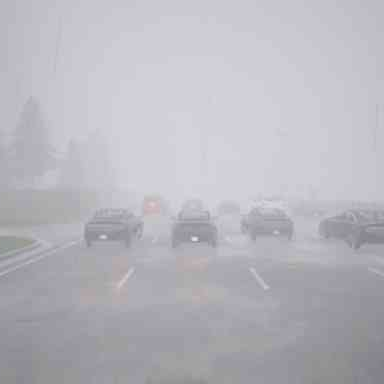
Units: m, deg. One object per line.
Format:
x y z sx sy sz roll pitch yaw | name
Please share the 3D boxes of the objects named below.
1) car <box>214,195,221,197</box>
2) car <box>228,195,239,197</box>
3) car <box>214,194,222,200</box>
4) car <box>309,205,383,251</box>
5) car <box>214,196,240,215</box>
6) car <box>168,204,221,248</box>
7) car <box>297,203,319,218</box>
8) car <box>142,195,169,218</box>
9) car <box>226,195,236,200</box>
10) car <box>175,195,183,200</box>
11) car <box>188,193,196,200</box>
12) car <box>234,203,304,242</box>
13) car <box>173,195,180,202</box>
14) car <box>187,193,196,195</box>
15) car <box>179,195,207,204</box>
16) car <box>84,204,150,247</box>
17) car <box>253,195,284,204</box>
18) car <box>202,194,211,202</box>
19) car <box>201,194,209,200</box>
6.988 1.659 80.782 1.994 1.385 4.181 0 0 0 | car
10.488 1.606 80.399 1.837 1.490 4.892 0 0 0 | car
6.978 1.455 90.427 1.882 1.535 5.008 0 0 0 | car
7.096 1.512 14.285 2.128 1.511 4.902 0 0 0 | car
3.595 1.525 33.765 1.882 1.535 5.008 0 0 0 | car
0.097 1.526 14.999 1.837 1.490 4.892 0 0 0 | car
10.595 1.644 30.624 1.895 1.301 4.718 0 0 0 | car
-3.405 1.266 31.315 2.150 2.045 5.566 0 0 0 | car
10.481 1.484 90.022 2.128 1.511 4.902 0 0 0 | car
-3.522 1.477 90.395 1.837 1.490 4.892 0 0 0 | car
-0.022 1.202 90.436 2.150 2.045 5.566 0 0 0 | car
3.597 1.515 16.578 2.128 1.511 4.902 0 0 0 | car
-3.512 1.583 79.980 1.882 1.535 5.008 0 0 0 | car
-0.012 1.316 80.011 2.150 2.045 5.566 0 0 0 | car
0.093 1.397 31.937 2.097 1.767 4.553 0 0 0 | car
-3.403 1.513 15.173 2.128 1.511 4.902 0 0 0 | car
7.095 1.266 31.310 2.150 2.045 5.566 0 0 0 | car
3.488 1.630 80.364 2.128 1.511 4.902 0 0 0 | car
3.479 1.332 90.387 2.097 1.767 4.553 0 0 0 | car
